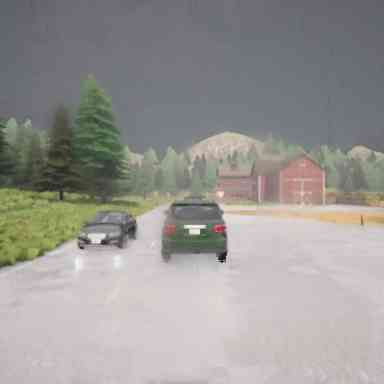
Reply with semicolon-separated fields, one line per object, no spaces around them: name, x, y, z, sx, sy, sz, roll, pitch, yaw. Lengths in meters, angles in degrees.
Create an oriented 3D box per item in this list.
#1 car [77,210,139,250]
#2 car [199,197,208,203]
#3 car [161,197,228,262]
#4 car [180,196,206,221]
car;-3.601;1.593;14.933;2.128;1.511;4.902;0;0;0
car;2.967;2.027;84.811;1.816;1.474;4.193;-6;0;-2
car;0.088;1.307;12.658;2.150;2.045;5.566;0;0;0
car;0.095;1.428;30.496;2.150;2.045;5.566;0;0;0
